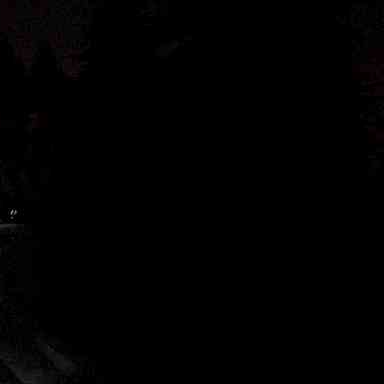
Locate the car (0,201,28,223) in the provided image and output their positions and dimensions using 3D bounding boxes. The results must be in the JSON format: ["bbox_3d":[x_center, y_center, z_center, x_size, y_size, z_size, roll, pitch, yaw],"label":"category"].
[{"bbox_3d":[-14.008,1.575,27.252,2.097,1.767,4.553,0,0,10],"label":"car"}]

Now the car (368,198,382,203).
[{"bbox_3d":[42.613,1.984,78.975,3.633,1.501,1.845,0,-1,33],"label":"car"}]
